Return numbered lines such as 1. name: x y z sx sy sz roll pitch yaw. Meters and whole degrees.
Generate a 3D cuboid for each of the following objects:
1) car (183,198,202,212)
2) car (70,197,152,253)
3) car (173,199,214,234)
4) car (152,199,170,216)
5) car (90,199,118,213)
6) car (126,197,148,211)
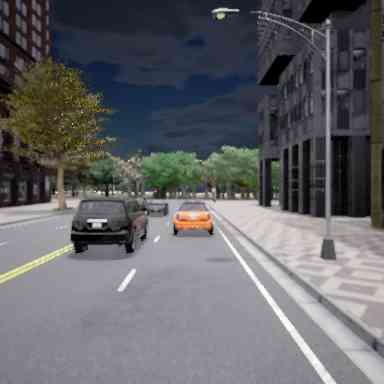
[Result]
1. car: 0.025 1.467 38.510 2.033 1.411 5.357 0 0 0
2. car: -3.176 1.197 13.785 2.150 2.045 5.566 0 0 0
3. car: 0.063 1.315 18.976 2.097 1.767 4.553 0 0 0
4. car: -3.212 1.430 32.228 2.128 1.511 4.902 0 0 0
5. car: -9.880 1.494 37.549 1.994 1.385 4.181 0 0 0
6. car: -6.612 1.424 40.661 1.837 1.490 4.892 0 0 0
